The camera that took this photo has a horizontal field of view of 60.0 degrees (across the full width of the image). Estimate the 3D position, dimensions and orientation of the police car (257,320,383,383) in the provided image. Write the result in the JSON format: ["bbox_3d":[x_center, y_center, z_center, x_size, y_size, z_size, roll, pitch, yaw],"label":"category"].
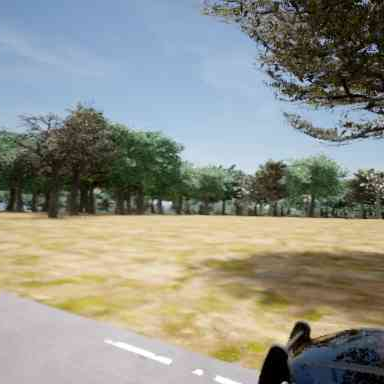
[{"bbox_3d":[3.046,1.620,2.175,5.238,1.638,1.930,-1,-3,33],"label":"police car"}]
